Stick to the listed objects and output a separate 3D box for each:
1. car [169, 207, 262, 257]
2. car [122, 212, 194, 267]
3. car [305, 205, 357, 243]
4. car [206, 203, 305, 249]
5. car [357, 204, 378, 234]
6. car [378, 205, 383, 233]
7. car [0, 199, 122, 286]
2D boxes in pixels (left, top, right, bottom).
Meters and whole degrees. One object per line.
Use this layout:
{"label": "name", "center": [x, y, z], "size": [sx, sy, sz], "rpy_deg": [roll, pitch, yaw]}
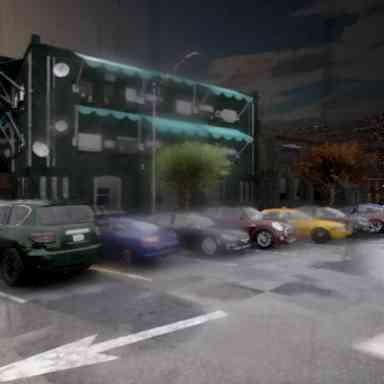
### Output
{"label": "car", "center": [-0.118, 1.506, 13.042], "size": [4.892, 1.521, 2.231], "rpy_deg": [-1, -1, 35]}
{"label": "car", "center": [-2.524, 1.538, 11.321], "size": [4.674, 1.452, 2.002], "rpy_deg": [-1, -1, 34]}
{"label": "car", "center": [4.862, 1.513, 16.372], "size": [5.366, 1.575, 1.946], "rpy_deg": [-1, -1, 34]}
{"label": "car", "center": [2.271, 1.386, 14.775], "size": [4.553, 1.767, 2.185], "rpy_deg": [-1, -1, 35]}
{"label": "car", "center": [7.111, 1.526, 18.184], "size": [4.892, 1.521, 2.231], "rpy_deg": [-1, -1, 35]}
{"label": "car", "center": [9.501, 1.561, 19.913], "size": [4.792, 1.488, 2.163], "rpy_deg": [-1, -1, 35]}
{"label": "car", "center": [-4.963, 1.241, 9.617], "size": [5.566, 2.045, 2.435], "rpy_deg": [-1, -1, 35]}
